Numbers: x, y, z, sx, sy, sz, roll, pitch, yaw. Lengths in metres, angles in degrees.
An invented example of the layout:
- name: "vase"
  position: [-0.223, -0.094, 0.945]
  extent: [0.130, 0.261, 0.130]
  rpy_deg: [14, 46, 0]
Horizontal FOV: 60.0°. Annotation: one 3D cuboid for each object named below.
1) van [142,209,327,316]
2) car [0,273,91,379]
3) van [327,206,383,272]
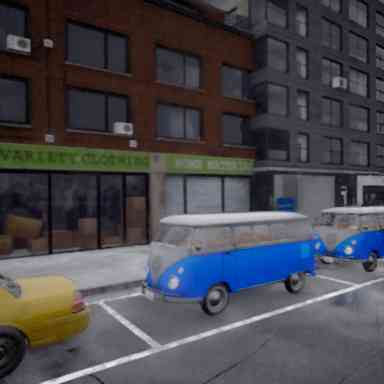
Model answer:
- name: "van"
  position: [0.950, 1.345, 7.223]
  extent: [3.998, 1.788, 1.690]
  rpy_deg: [0, -1, -35]
- name: "car"
  position: [-3.735, 1.524, 3.879]
  extent: [4.829, 1.417, 1.752]
  rpy_deg: [0, -1, -35]
- name: "van"
  position: [5.498, 1.348, 10.467]
  extent: [3.998, 1.788, 1.690]
  rpy_deg: [0, -1, -35]
